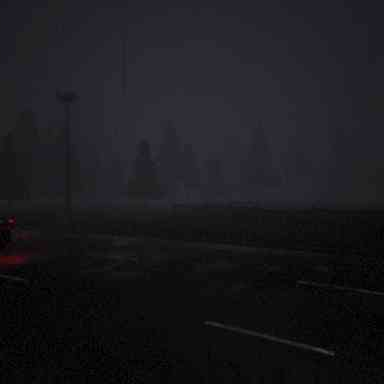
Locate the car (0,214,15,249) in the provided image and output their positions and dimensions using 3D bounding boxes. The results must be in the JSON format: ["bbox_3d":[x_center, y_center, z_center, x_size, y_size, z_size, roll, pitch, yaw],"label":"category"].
[{"bbox_3d":[-9.417,1.543,13.226,5.008,1.535,1.882,0,0,27],"label":"car"}]

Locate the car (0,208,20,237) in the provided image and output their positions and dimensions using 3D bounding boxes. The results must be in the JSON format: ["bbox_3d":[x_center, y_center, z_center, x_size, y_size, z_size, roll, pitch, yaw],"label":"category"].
[{"bbox_3d":[-12.373,1.637,18.528,5.357,1.411,2.033,0,0,23],"label":"car"}]
